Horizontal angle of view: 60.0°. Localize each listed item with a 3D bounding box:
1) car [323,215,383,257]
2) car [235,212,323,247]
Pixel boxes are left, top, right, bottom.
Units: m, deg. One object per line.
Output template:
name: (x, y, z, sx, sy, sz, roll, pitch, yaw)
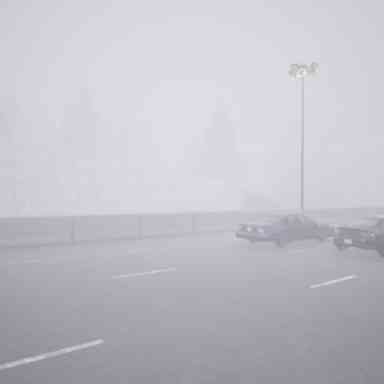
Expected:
car: (7.646, 1.668, 13.596, 4.674, 1.442, 1.812, 0, 0, -35)
car: (4.492, 1.677, 15.663, 5.357, 1.411, 2.033, 1, 0, -35)
